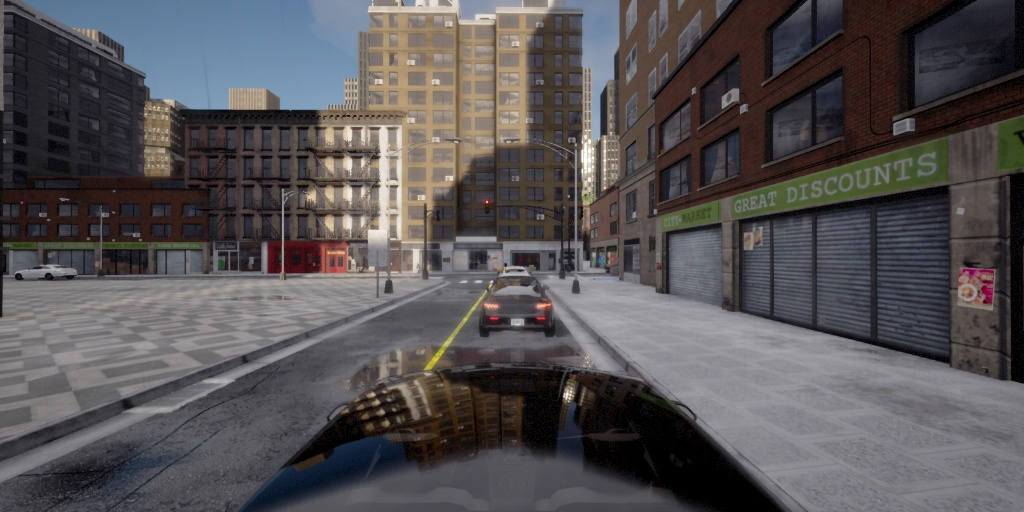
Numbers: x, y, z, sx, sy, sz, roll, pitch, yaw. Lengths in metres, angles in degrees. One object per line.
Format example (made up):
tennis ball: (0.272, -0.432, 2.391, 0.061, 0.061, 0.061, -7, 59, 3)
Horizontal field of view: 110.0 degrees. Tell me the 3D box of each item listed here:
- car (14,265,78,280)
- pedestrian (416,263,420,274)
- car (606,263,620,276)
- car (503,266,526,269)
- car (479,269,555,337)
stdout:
car: (-45.305, 1.580, 34.921, 4.674, 1.442, 1.812, 0, 0, 0)
pedestrian: (-10.044, 0.971, 38.334, 0.375, 1.860, 0.375, 0, 0, -1)
car: (11.433, 1.193, 35.501, 4.181, 1.385, 1.994, -1, 0, -1)
car: (0.148, 1.270, 19.915, 1.812, 1.442, 4.674, 0, 0, -1)
car: (0.121, 1.275, 10.135, 1.812, 1.442, 4.674, 0, 0, 0)
